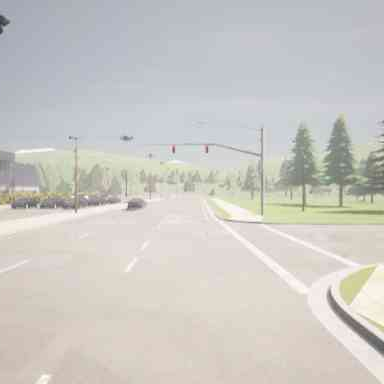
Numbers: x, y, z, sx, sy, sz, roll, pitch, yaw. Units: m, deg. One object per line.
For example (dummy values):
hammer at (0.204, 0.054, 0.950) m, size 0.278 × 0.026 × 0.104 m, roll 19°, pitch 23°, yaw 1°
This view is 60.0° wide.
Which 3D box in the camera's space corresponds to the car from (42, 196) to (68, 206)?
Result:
car at (-22.063, 1.459, 53.776) m, size 2.128 × 1.511 × 4.902 m, roll 0°, pitch 0°, yaw 1°

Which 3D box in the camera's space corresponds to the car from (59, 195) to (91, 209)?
car at (-15.318, 1.499, 43.832) m, size 1.812 × 1.442 × 4.674 m, roll 0°, pitch 0°, yaw 2°

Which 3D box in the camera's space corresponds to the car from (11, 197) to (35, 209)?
car at (-22.284, 1.478, 44.645) m, size 1.837 × 1.490 × 4.892 m, roll 0°, pitch 0°, yaw 2°

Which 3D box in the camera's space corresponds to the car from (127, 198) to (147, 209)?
car at (-7.170, 1.521, 43.787) m, size 2.033 × 1.411 × 5.357 m, roll 0°, pitch 0°, yaw 1°

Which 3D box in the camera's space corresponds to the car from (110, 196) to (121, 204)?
car at (-14.874, 1.526, 63.001) m, size 1.994 × 1.385 × 4.181 m, roll 0°, pitch 0°, yaw 1°

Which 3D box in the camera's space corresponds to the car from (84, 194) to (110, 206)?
car at (-15.079, 1.446, 52.914) m, size 1.882 × 1.535 × 5.008 m, roll 0°, pitch 0°, yaw 1°

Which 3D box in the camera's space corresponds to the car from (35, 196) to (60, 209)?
car at (-18.780, 1.478, 45.088) m, size 1.837 × 1.490 × 4.892 m, roll 0°, pitch 0°, yaw 2°

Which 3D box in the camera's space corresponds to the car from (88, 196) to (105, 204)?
car at (-18.347, 1.525, 64.326) m, size 1.994 × 1.385 × 4.181 m, roll 0°, pitch 0°, yaw 1°
